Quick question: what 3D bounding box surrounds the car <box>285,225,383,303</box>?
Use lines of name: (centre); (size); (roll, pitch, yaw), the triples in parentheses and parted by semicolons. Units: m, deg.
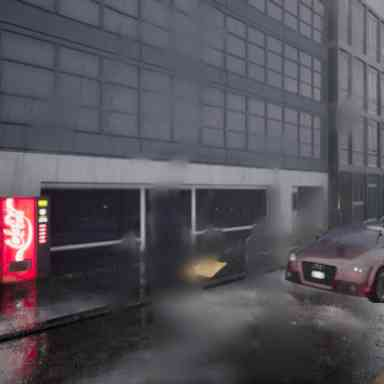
car: (4.157, 1.544, 8.245); (4.181, 1.385, 1.994); (0, 0, -40)
